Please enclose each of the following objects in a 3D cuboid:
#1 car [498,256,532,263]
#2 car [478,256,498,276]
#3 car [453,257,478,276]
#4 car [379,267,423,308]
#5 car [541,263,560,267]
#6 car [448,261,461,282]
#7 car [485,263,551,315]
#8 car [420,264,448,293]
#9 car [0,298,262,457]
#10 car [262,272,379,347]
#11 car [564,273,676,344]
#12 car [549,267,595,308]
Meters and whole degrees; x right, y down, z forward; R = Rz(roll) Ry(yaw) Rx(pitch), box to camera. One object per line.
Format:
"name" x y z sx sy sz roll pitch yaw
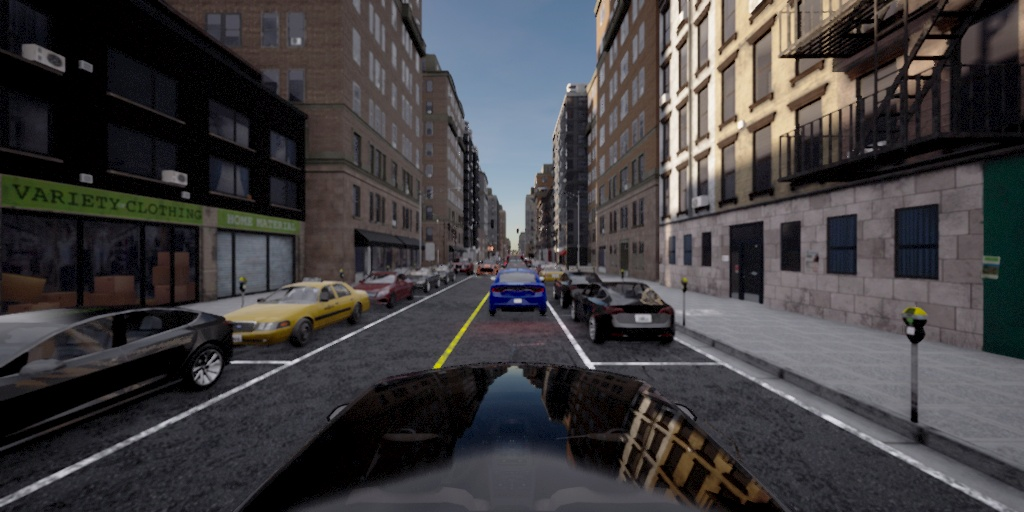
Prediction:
"car" 0.318 1.059 25.200 2.097 1.767 4.553 0 0 1
"car" -2.421 1.099 36.951 2.097 1.767 4.553 0 0 1
"car" -5.063 0.997 36.548 2.192 1.841 5.009 0 0 1
"car" -5.272 1.311 14.898 1.802 1.307 4.207 0 0 1
"car" 2.859 1.232 25.807 1.751 1.417 4.829 0 0 1
"car" -5.167 1.257 25.724 2.007 1.370 4.403 0 0 1
"car" 0.203 1.209 13.424 1.882 1.535 5.008 0 0 1
"car" -5.219 1.269 20.311 2.007 1.370 4.403 0 0 1
"car" -5.376 1.312 4.073 1.948 1.339 4.313 0 0 1
"car" -5.326 1.263 9.315 1.751 1.417 4.829 0 0 1
"car" 2.701 1.303 9.399 1.948 1.339 4.313 0 0 1
"car" 2.753 1.294 14.811 1.948 1.339 4.313 0 0 1
